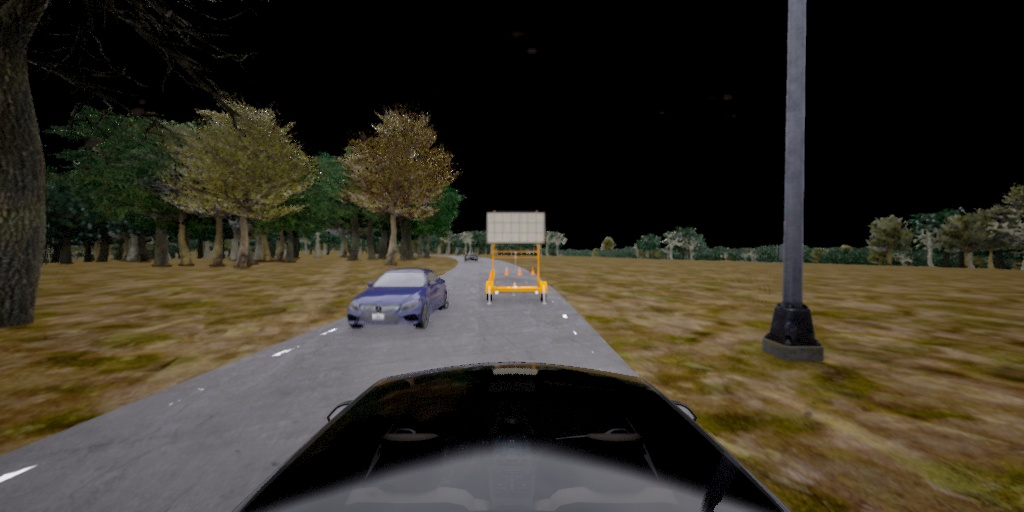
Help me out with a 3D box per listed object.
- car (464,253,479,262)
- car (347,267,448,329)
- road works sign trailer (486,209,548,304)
[{"bbox_3d":[-6.105,0.194,53.693,1.994,1.385,4.181,0,1,-8],"label":"car"},{"bbox_3d":[-3.065,1.081,10.548,1.812,1.442,4.674,0,1,0],"label":"car"},{"bbox_3d":[0.149,-0.063,14.446,2.380,3.560,2.880,0,0,-1],"label":"road works sign trailer"}]
